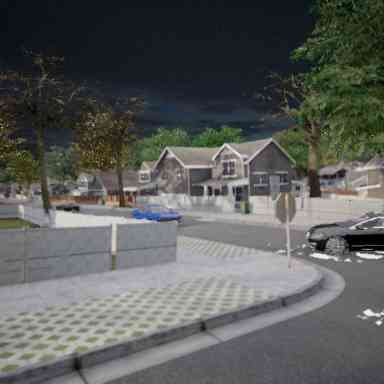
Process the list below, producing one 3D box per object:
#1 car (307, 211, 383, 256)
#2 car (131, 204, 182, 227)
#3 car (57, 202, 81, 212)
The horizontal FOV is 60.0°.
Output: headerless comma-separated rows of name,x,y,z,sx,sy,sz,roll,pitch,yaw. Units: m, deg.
car,6.877,1.508,12.398,4.902,1.511,2.128,-2,3,17
car,-2.594,1.655,23.624,1.882,1.535,5.008,-4,2,-35
car,-15.737,1.976,42.420,1.895,1.301,4.718,-4,1,-35
